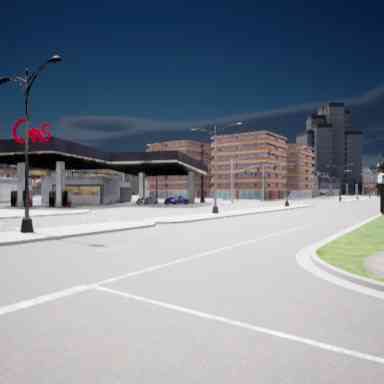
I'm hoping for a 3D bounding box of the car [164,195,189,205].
[{"bbox_3d":[-2.430,1.250,53.384,2.242,1.667,4.611,0,0,36],"label":"car"}]

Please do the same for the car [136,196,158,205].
[{"bbox_3d":[-7.560,1.412,56.080,1.970,1.475,3.806,0,0,36],"label":"car"}]
